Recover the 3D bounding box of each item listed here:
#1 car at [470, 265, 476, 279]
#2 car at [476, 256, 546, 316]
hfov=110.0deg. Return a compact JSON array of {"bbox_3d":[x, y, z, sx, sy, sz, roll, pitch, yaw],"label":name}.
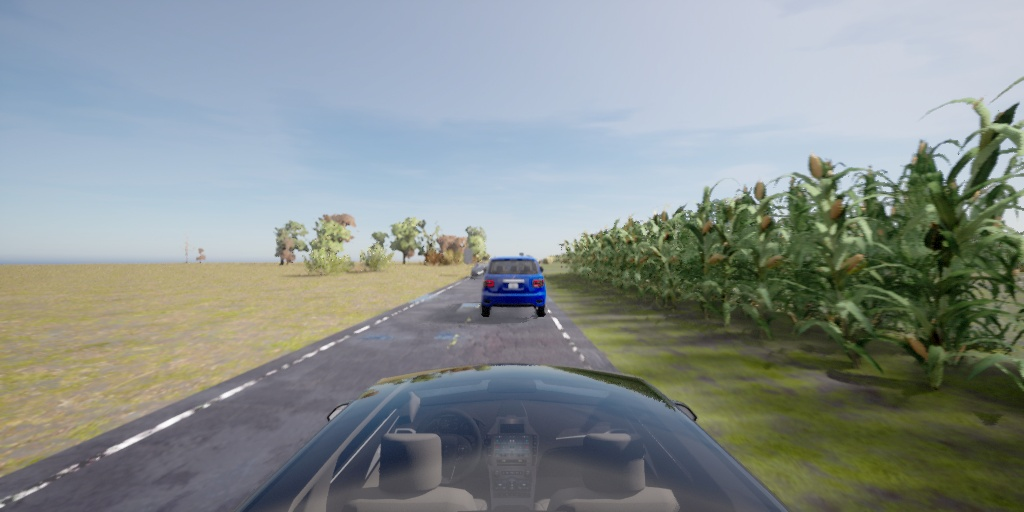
[{"bbox_3d":[-2.832,1.387,34.240,2.128,1.511,4.902,0,0,0],"label":"car"},{"bbox_3d":[0.059,1.023,13.762,2.150,2.045,5.566,0,0,0],"label":"car"}]
